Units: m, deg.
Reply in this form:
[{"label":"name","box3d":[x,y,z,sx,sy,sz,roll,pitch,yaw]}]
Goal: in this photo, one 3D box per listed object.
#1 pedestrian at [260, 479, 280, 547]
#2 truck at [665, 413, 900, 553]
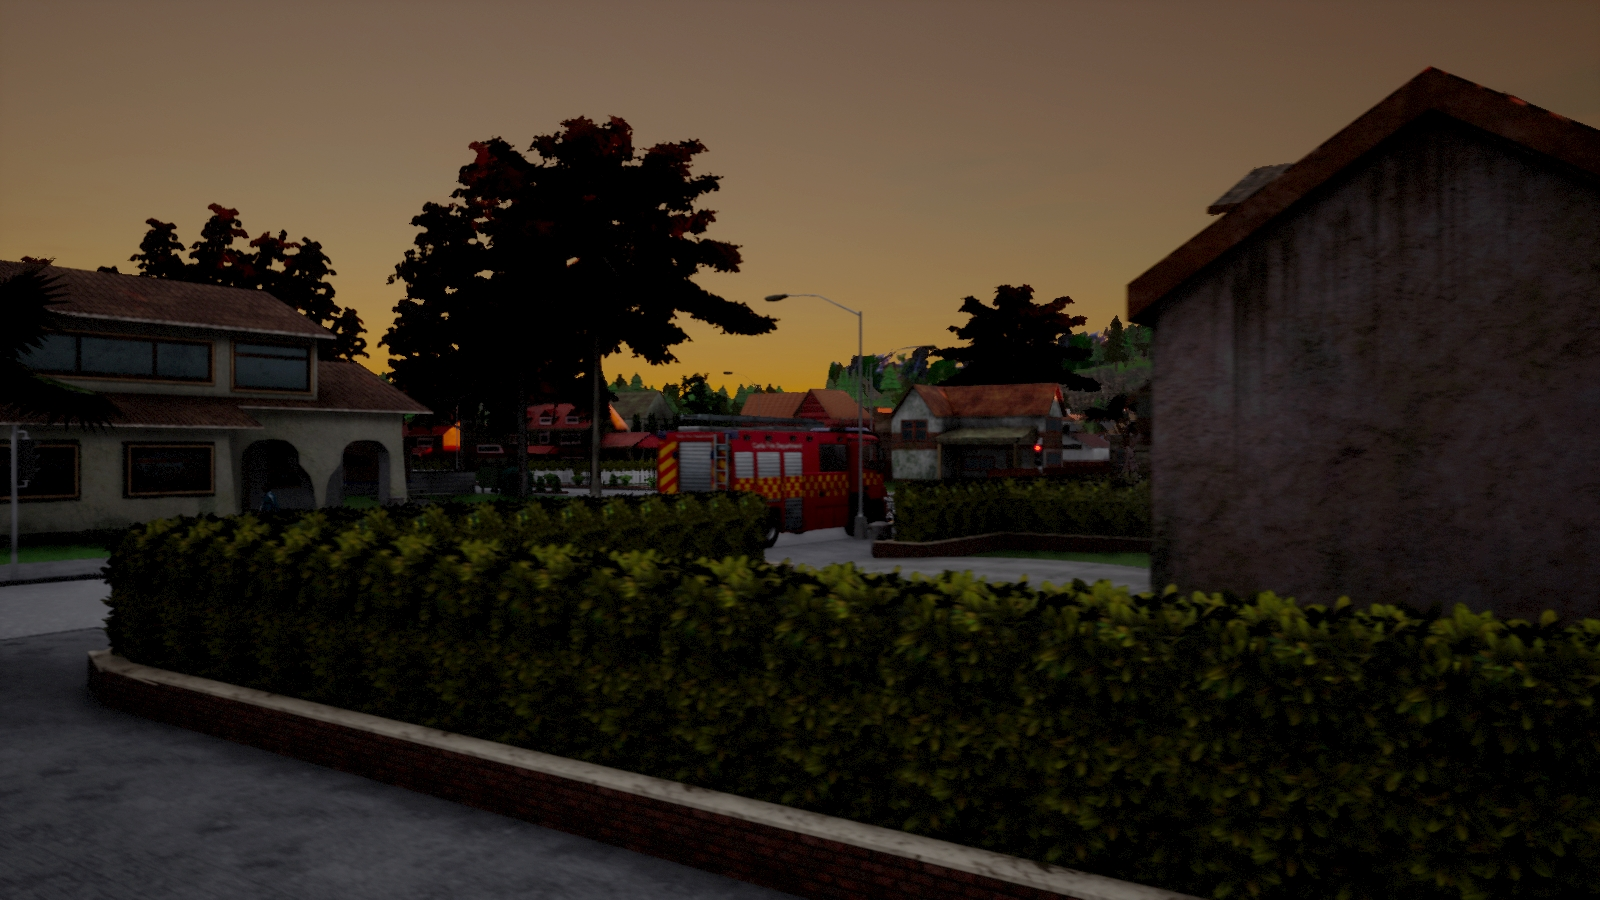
[{"label":"pedestrian","box3d":[-14.705,1.746,31.701,0.375,1.860,0.375,0,0,35]},{"label":"truck","box3d":[-0.275,0.896,35.469,2.891,3.827,8.468,0,0,35]}]
